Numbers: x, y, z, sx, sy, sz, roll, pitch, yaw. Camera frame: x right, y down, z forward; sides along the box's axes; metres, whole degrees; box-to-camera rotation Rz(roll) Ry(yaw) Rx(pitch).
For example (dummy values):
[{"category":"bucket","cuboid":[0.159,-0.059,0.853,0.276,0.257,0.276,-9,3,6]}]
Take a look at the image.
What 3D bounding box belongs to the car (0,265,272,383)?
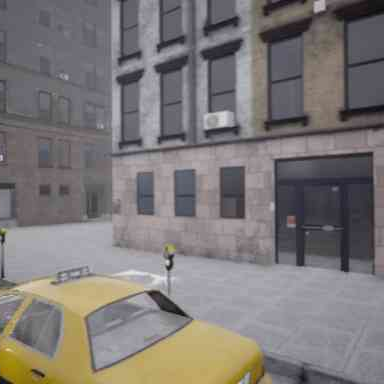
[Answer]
[{"category":"car","cuboid":[-1.553,1.559,3.916,4.829,1.417,1.752,-1,0,35]}]
